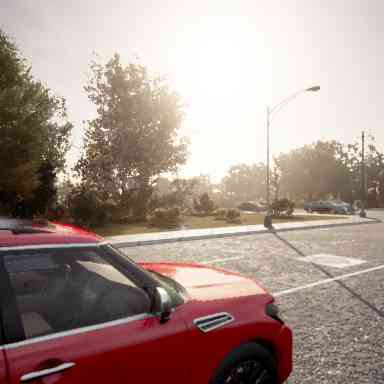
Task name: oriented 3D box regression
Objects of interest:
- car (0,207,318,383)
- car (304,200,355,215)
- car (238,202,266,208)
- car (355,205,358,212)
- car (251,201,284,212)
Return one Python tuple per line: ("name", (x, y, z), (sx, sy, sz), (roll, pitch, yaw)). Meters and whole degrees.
("car", (-1.546, 1.215, 2.625), (5.566, 2.045, 2.150), (1, -1, -39))
("car", (14.633, 1.708, 36.485), (2.128, 1.511, 4.902), (0, -1, -32))
("car", (8.430, 2.131, 46.414), (1.837, 1.490, 4.892), (0, -2, -32))
("car", (17.015, 1.745, 39.253), (2.128, 1.511, 4.902), (0, -2, -33))
("car", (10.997, 2.179, 48.913), (1.837, 1.490, 4.892), (0, -3, -32))
